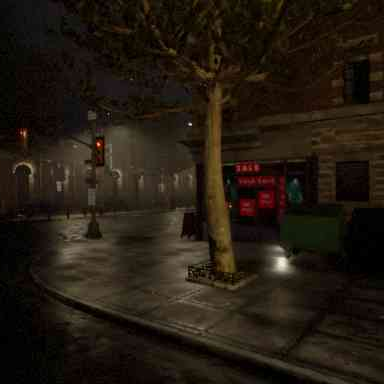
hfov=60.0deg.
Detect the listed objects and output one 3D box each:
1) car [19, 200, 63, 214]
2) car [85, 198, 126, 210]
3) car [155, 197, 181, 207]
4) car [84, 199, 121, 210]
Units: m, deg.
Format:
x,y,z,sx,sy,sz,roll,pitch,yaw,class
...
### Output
x,y,z,sx,sy,sz,roll,pitch,yaw,class
-15.696,1.564,34.808,1.994,1.385,4.181,0,0,36,car
-10.481,1.491,41.985,2.128,1.511,4.902,0,0,36,car
-3.684,1.477,51.318,1.882,1.535,5.008,0,0,36,car
-12.108,1.595,45.105,1.895,1.301,4.718,0,0,36,car
